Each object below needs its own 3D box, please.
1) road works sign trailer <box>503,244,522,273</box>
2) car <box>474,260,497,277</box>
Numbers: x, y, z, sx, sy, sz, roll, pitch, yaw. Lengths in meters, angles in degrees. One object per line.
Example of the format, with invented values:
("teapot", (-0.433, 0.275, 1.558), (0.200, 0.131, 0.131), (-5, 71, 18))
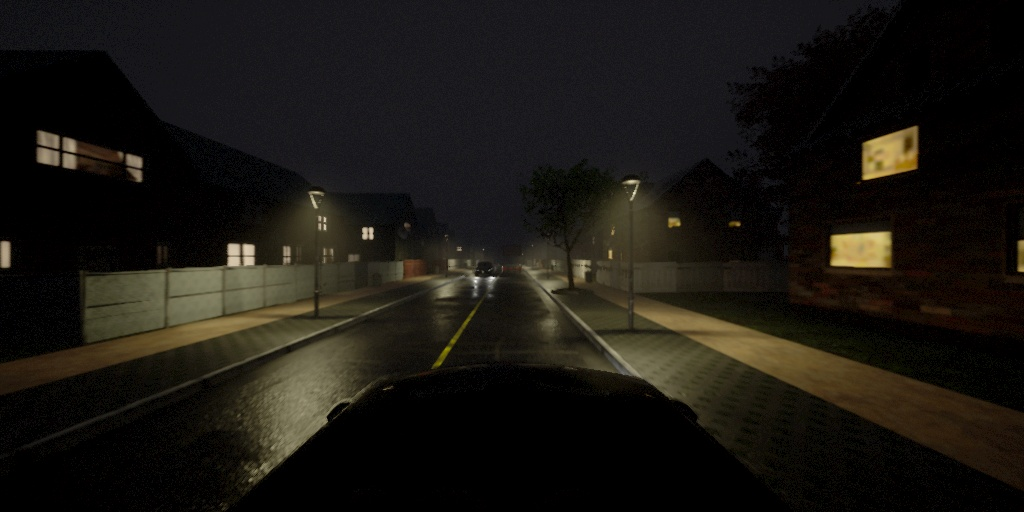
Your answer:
("road works sign trailer", (-0.003, 0.342, 45.215), (2.380, 3.560, 2.880), (0, 0, 0))
("car", (-2.843, 1.344, 37.624), (1.837, 1.490, 4.892), (0, 0, 0))
